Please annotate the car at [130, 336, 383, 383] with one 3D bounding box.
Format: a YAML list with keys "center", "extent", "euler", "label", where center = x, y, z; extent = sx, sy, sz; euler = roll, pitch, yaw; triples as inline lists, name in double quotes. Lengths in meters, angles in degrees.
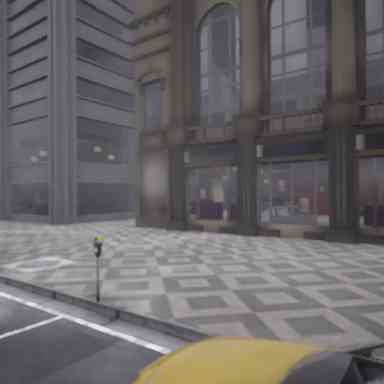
- center: [1.543, 1.522, 1.863]
  extent: [4.829, 1.417, 1.752]
  euler: [-1, 0, 36]
  label: "car"
